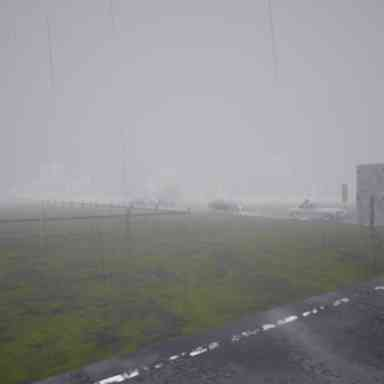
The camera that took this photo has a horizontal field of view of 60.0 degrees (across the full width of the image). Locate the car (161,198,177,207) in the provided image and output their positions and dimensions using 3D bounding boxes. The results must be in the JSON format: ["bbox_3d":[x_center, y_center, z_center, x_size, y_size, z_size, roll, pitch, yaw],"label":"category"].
[{"bbox_3d":[-4.441,1.675,54.942,2.033,1.411,5.357,0,0,-34],"label":"car"}]

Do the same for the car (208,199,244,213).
[{"bbox_3d":[3.868,1.565,38.034,2.128,1.511,4.902,0,0,-35],"label":"car"}]

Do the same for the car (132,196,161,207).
[{"bbox_3d":[-7.449,1.484,54.298,2.097,1.767,4.553,0,0,-35],"label":"car"}]

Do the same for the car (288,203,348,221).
[{"bbox_3d":[10.656,1.639,28.344,1.895,1.301,4.718,0,0,-35],"label":"car"}]

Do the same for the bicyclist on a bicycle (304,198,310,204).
[{"bbox_3d":[12.497,1.505,36.128,1.656,1.620,0.582,0,0,-35],"label":"bicyclist on a bicycle"}]

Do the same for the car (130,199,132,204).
[{"bbox_3d":[-10.161,1.655,63.008,2.128,1.511,4.902,0,0,-35],"label":"car"}]
